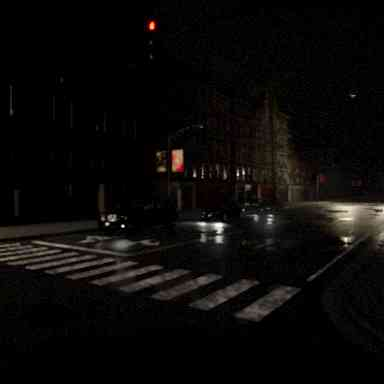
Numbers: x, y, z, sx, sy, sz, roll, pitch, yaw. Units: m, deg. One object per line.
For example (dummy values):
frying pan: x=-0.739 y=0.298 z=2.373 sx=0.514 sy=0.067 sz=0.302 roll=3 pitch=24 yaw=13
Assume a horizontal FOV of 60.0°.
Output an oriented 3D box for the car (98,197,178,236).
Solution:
car: x=-3.043 y=1.358 z=20.081 sx=2.150 sy=2.045 sz=5.566 roll=-1 pitch=0 yaw=33

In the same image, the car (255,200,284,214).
car: x=8.665 y=1.634 z=36.806 sx=1.837 sy=1.490 sz=4.892 roll=-1 pitch=0 yaw=35

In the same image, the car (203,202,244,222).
car: x=2.751 y=1.638 z=28.340 sx=1.837 sy=1.490 sz=4.892 roll=-1 pitch=0 yaw=35
